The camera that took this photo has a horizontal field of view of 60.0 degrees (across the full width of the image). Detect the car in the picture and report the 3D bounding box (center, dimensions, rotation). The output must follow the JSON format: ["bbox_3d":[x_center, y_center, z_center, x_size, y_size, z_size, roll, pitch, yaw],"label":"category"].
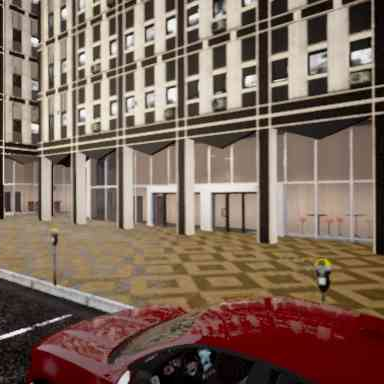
[{"bbox_3d":[0.507,1.541,2.523,4.507,1.381,1.887,0,0,36],"label":"car"}]
